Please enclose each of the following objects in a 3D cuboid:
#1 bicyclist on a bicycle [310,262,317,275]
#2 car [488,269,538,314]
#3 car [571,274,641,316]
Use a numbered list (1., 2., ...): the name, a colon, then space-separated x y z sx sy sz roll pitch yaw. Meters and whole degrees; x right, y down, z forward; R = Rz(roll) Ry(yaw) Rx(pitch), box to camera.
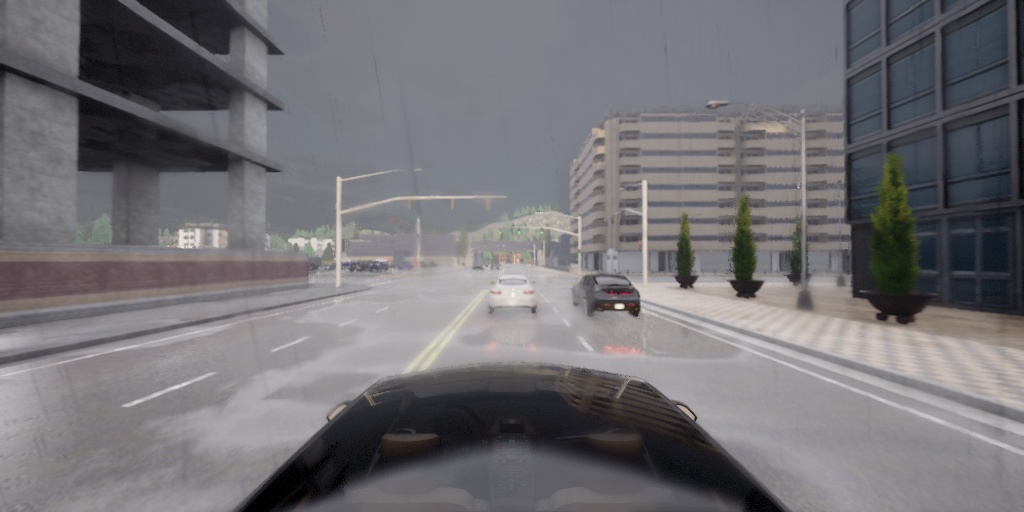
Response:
1. bicyclist on a bicycle: -25.331 1.614 45.771 0.582 1.620 1.656 0 -1 0
2. car: 0.050 1.458 14.765 1.812 1.442 4.674 0 -1 1
3. car: 3.545 1.430 14.164 1.837 1.490 4.892 0 0 1
